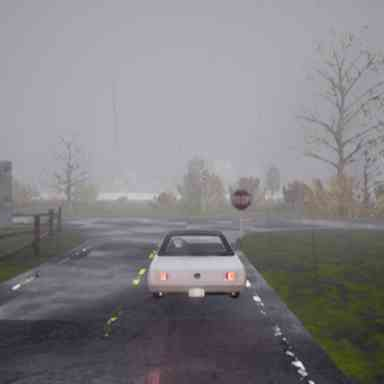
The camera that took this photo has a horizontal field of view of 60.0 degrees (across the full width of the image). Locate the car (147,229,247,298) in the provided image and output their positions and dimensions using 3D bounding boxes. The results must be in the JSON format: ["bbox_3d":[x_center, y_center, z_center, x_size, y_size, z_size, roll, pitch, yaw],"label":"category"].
[{"bbox_3d":[0.073,1.590,8.432,1.895,1.301,4.718,0,0,-1],"label":"car"}]
